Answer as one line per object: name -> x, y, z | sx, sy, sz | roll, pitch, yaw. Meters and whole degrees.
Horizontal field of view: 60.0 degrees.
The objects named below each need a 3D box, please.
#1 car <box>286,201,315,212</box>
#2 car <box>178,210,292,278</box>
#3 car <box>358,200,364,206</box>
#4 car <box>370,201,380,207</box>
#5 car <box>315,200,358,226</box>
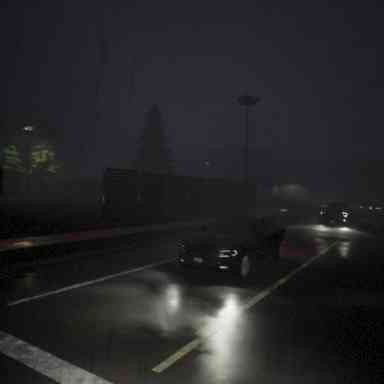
car -> 14.994, 1.941, 45.109 | 1.994, 1.385, 4.181 | 2, 0, -43
car -> 1.491, 1.493, 10.592 | 1.882, 1.535, 5.008 | 2, 0, 32
car -> 39.539, 2.594, 78.948 | 1.882, 1.535, 5.008 | 2, 0, 32
car -> 42.482, 2.823, 77.064 | 1.895, 1.301, 4.718 | 2, 0, 32
car -> 11.688, 1.664, 26.679 | 2.097, 1.767, 4.553 | 2, 0, 32
